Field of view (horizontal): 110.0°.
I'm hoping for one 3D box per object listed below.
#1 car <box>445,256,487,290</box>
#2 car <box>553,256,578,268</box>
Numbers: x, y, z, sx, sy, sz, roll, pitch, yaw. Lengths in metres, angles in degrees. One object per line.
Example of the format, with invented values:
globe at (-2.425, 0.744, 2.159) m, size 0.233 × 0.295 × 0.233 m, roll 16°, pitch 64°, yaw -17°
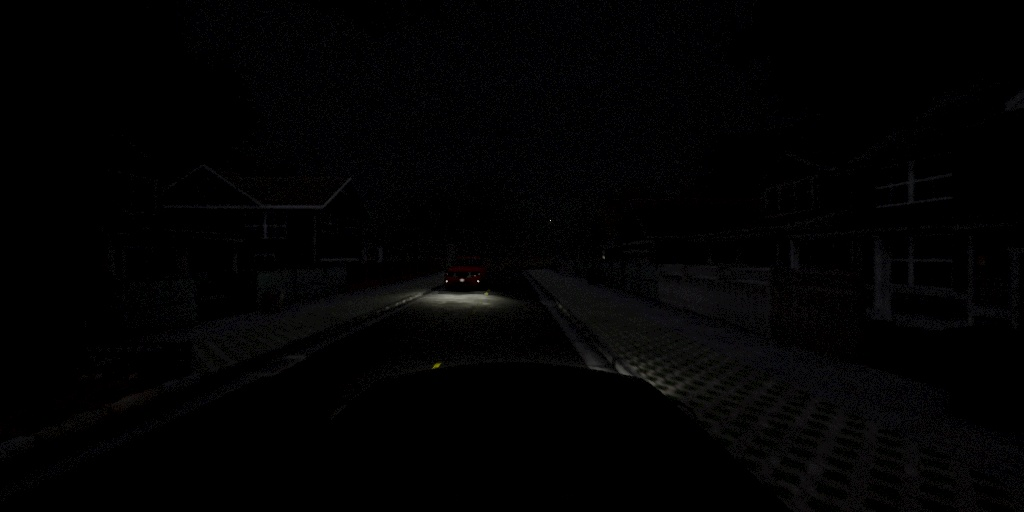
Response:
car at (-2.855, 1.033, 23.272) m, size 2.150 × 2.045 × 5.566 m, roll 0°, pitch 0°, yaw 0°
car at (9.336, 0.971, 57.598) m, size 5.566 × 2.045 × 2.150 m, roll 0°, pitch 0°, yaw -23°
